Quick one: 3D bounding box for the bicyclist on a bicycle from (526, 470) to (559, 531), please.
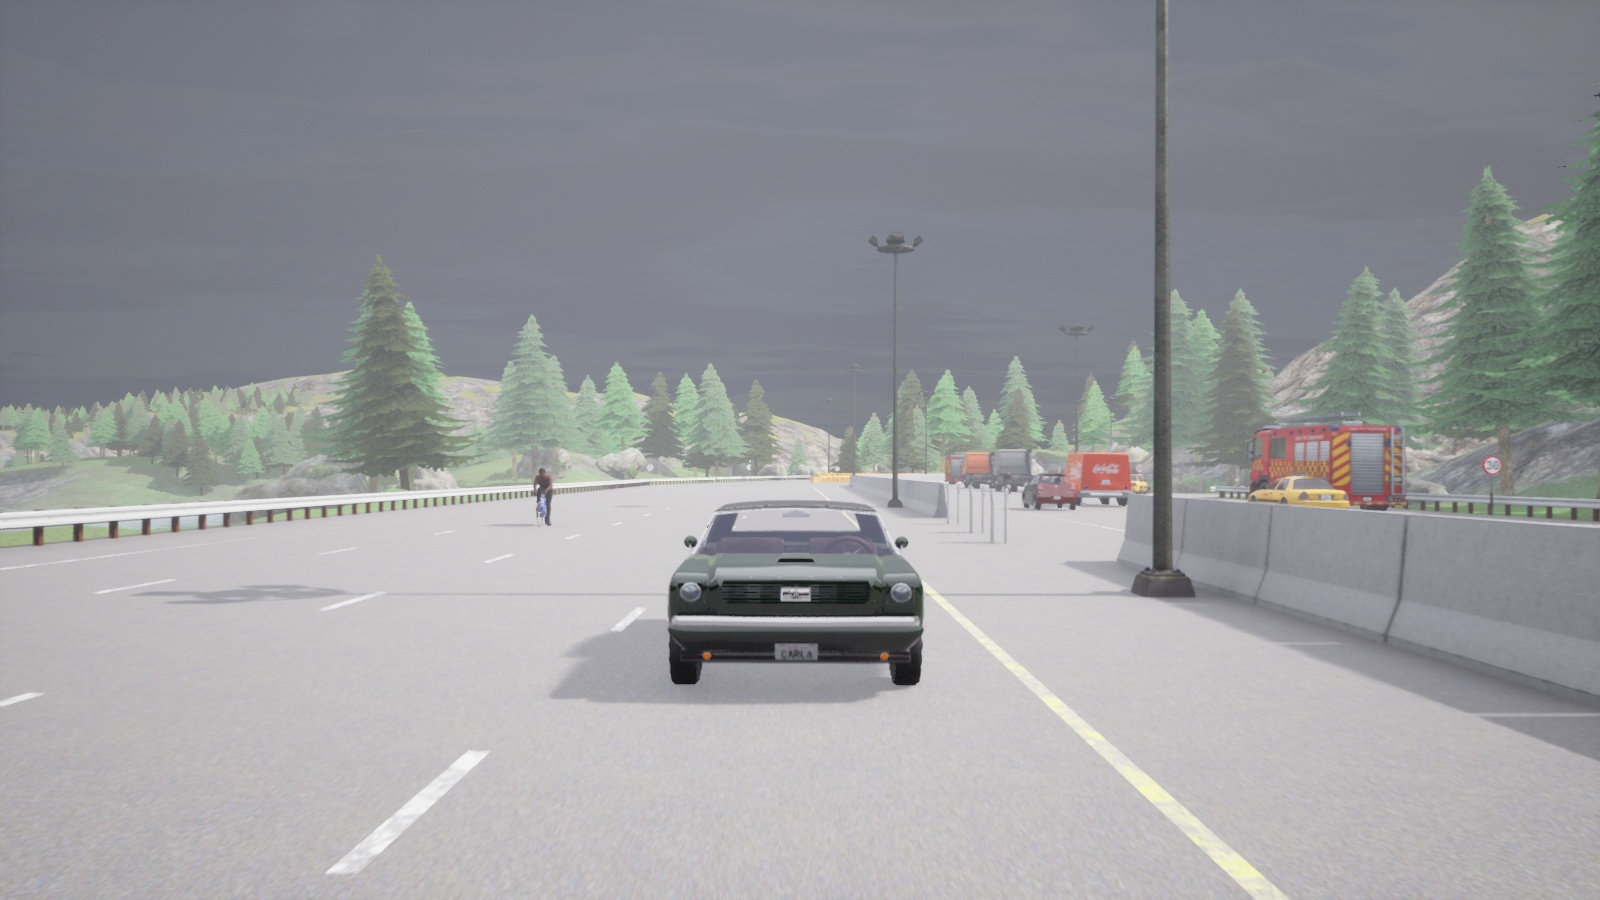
[{"bbox_3d":[-7.081,1.375,34.626,0.582,1.620,1.656,0,-1,0],"label":"bicyclist on a bicycle"}]

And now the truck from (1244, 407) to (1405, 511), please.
[{"bbox_3d":[20.876,0.414,50.619,2.891,3.827,8.468,0,-1,0],"label":"truck"}]

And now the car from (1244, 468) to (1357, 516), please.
[{"bbox_3d":[17.397,1.421,43.977,1.801,1.575,5.366,0,-1,0],"label":"car"}]

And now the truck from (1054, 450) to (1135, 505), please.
[{"bbox_3d":[13.857,1.271,59.443,2.627,2.467,5.204,0,-1,0],"label":"truck"}]

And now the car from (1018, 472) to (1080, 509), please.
[{"bbox_3d":[10.377,1.669,52.587,1.845,1.501,3.633,0,-1,0],"label":"car"}]

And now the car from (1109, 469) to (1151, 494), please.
[{"bbox_3d":[21.903,2.059,83.228,1.801,1.575,5.366,0,-1,25],"label":"car"}]

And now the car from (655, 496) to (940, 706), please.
[{"bbox_3d":[-0.025,1.095,10.743,1.895,1.301,4.718,0,-1,0],"label":"car"}]
